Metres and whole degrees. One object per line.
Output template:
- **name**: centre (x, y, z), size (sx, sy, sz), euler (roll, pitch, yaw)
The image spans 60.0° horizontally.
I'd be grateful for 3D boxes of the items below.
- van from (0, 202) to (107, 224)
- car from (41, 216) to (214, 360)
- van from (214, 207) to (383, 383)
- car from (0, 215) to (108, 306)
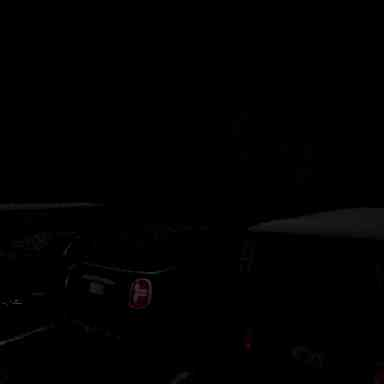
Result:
- **van**: centre (-4.540, 1.301, 9.478), size (1.878, 1.987, 4.442), euler (0, 0, 36)
- **car**: centre (-0.109, 1.380, 6.416), size (2.185, 1.767, 4.553), euler (0, 0, 36)
- **van**: centre (2.323, 1.261, 4.859), size (1.878, 1.987, 4.442), euler (0, 0, 36)
- **car**: centre (-2.231, 1.519, 7.964), size (2.231, 1.521, 4.892), euler (0, 0, 36)
